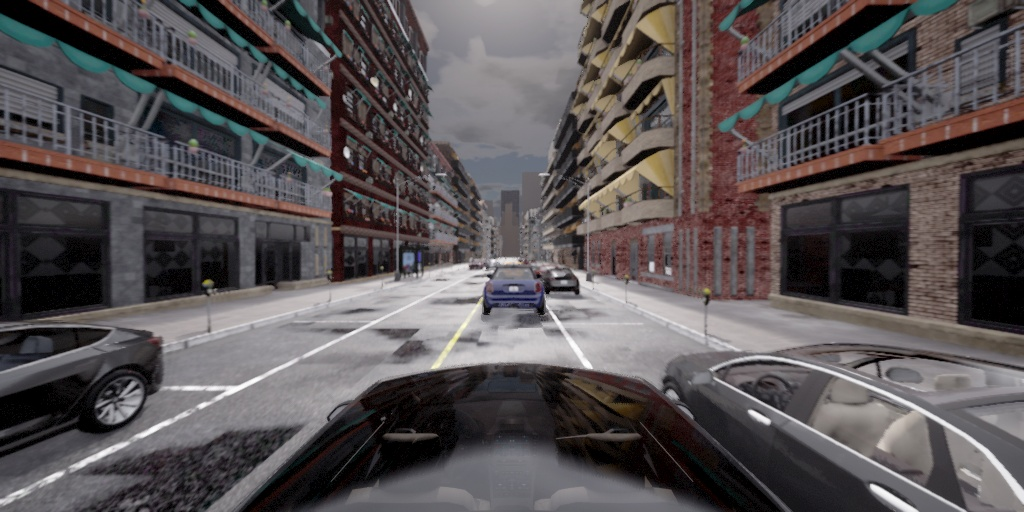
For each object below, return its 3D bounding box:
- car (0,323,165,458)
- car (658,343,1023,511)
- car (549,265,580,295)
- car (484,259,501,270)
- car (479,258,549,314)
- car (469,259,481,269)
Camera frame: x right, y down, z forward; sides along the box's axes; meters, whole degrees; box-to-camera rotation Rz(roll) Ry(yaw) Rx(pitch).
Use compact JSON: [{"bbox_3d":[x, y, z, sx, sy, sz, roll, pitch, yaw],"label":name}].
[{"bbox_3d":[-5.315,1.315,2.842,1.948,1.339,4.313,0,0,0],"label":"car"},{"bbox_3d":[2.532,1.300,2.487,2.007,1.370,4.403,0,0,0],"label":"car"},{"bbox_3d":[2.537,1.307,19.480,1.948,1.339,4.313,0,0,0],"label":"car"},{"bbox_3d":[-2.812,1.222,51.990,2.128,1.511,4.902,0,0,0],"label":"car"},{"bbox_3d":[0.074,1.094,13.840,2.097,1.767,4.553,0,0,0],"label":"car"},{"bbox_3d":[-5.300,1.172,53.702,1.967,1.591,4.097,0,0,0],"label":"car"}]
